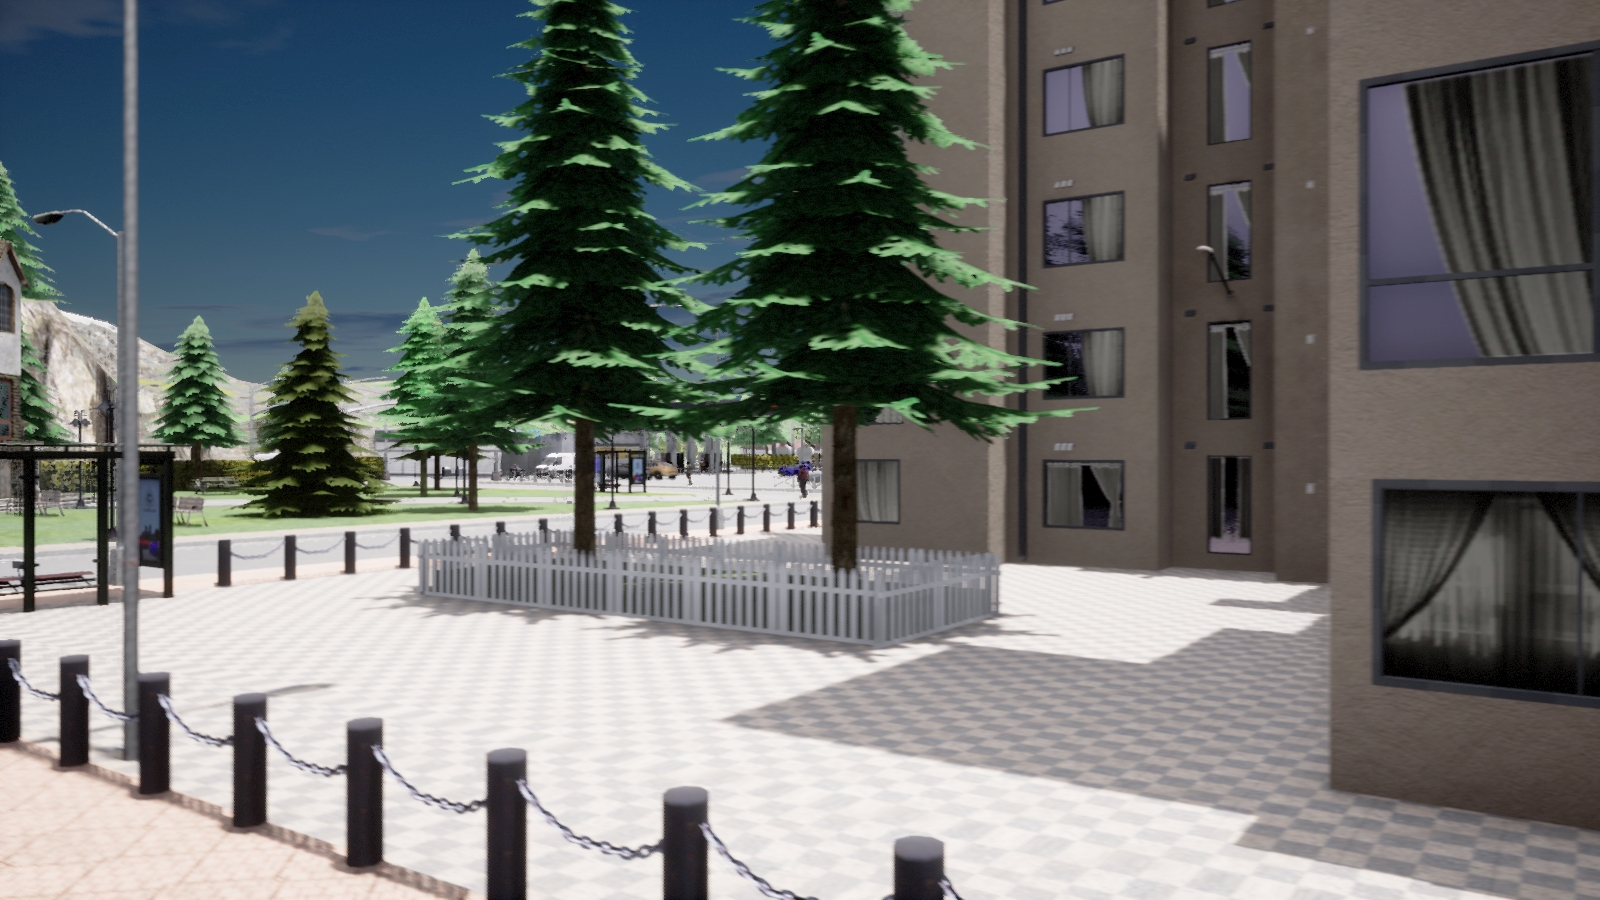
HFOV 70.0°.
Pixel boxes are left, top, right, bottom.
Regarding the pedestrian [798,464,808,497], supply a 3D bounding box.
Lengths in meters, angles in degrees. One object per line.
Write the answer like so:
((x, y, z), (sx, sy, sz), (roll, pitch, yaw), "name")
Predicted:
((0.181, 1.690, 63.495), (0.375, 1.860, 0.375), (0, 0, 45), "pedestrian")
